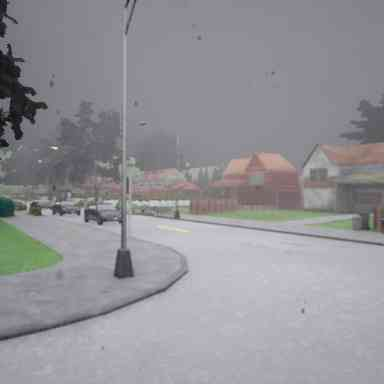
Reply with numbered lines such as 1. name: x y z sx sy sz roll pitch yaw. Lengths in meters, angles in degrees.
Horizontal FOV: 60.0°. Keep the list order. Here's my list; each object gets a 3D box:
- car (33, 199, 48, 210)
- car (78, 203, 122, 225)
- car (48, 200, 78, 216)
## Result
1. car: -18.826 1.576 41.825 1.812 1.442 4.674 0 0 -35
2. car: -6.580 1.577 24.629 1.812 1.442 4.674 0 0 -36
3. car: -12.471 1.577 32.878 1.812 1.442 4.674 0 0 -36
